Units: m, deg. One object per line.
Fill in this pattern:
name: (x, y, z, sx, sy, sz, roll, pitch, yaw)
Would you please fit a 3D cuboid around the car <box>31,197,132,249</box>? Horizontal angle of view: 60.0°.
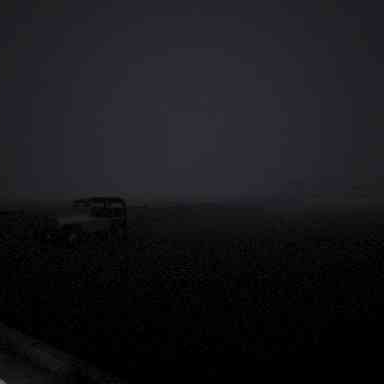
car: (-4.292, 1.157, 13.606, 1.905, 1.878, 3.866, 0, 0, 36)
